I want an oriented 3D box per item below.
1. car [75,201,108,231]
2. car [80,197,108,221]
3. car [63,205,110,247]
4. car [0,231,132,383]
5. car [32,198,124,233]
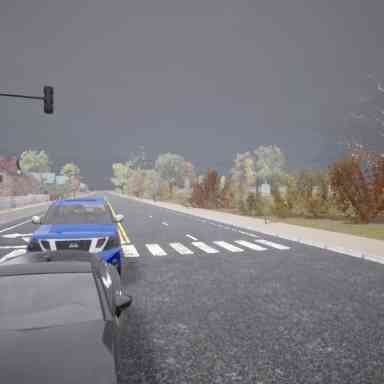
[{"bbox_3d":[-6.531,1.467,21.866,1.882,1.535,5.008,0,0,-15],"label":"car"},{"bbox_3d":[-8.069,1.337,27.605,2.097,1.767,4.553,0,0,-15],"label":"car"},{"bbox_3d":[-4.985,1.498,16.115,1.837,1.490,4.892,0,0,-15],"label":"car"},{"bbox_3d":[-1.734,1.524,3.941,1.812,1.442,4.674,0,0,-13],"label":"car"},{"bbox_3d":[-3.350,1.218,10.036,2.150,2.045,5.566,0,0,-15],"label":"car"}]
